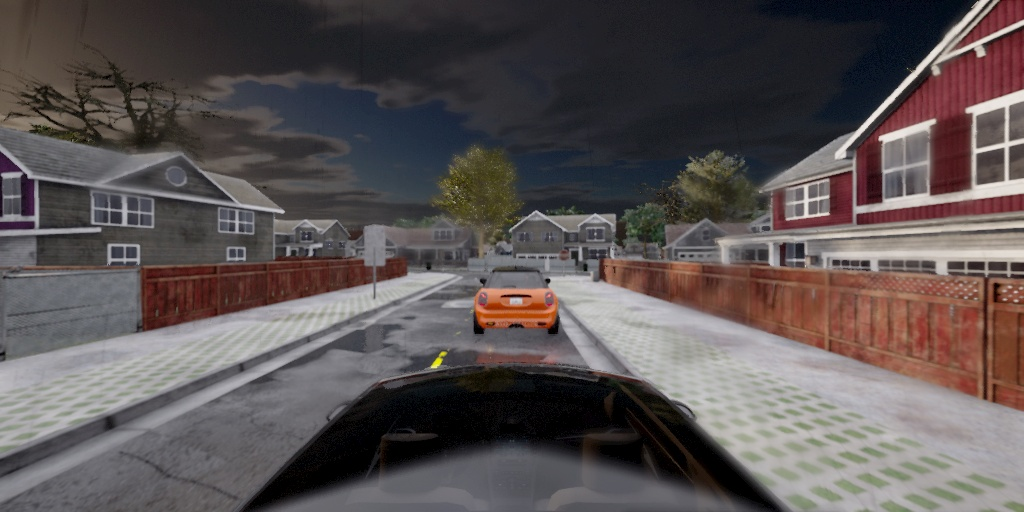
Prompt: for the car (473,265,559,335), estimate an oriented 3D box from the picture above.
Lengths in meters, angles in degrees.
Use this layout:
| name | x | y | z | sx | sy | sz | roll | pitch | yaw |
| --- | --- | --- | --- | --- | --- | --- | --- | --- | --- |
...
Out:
| name | x | y | z | sx | sy | sz | roll | pitch | yaw |
| --- | --- | --- | --- | --- | --- | --- | --- | --- | --- |
| car | 0.099 | 1.056 | 10.486 | 2.097 | 1.767 | 4.553 | 0 | 0 | 0 |
